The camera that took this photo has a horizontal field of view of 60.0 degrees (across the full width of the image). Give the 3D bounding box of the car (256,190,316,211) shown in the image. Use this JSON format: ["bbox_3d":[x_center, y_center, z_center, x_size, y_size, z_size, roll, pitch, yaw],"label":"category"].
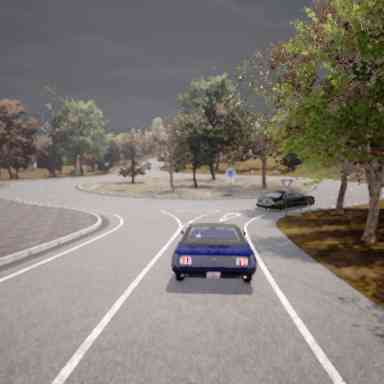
[{"bbox_3d":[7.403,0.554,26.053,5.357,1.411,2.033,-6,8,-36],"label":"car"}]

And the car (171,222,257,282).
[{"bbox_3d":[0.596,1.491,9.408,1.895,1.301,4.718,0,1,3],"label":"car"}]
